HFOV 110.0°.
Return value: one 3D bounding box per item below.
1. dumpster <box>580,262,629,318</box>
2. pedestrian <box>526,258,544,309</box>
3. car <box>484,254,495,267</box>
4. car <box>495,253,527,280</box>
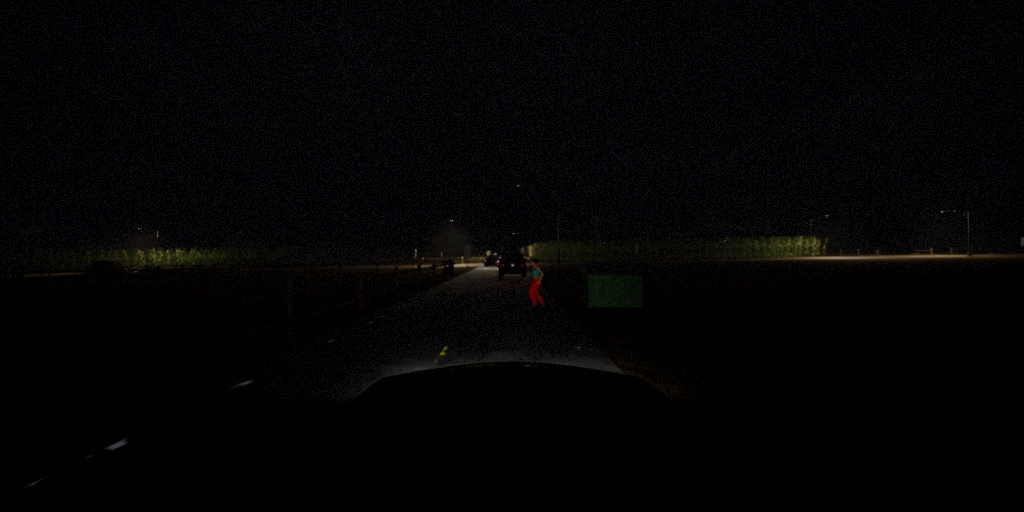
[{"bbox_3d":[3.121,1.060,12.386,1.020,1.700,1.940,0,0,0],"label":"dumpster"},{"bbox_3d":[0.822,0.956,12.842,0.375,1.860,0.375,0,1,-15],"label":"pedestrian"},{"bbox_3d":[-2.689,0.667,50.207,2.097,1.767,4.553,0,1,1],"label":"car"},{"bbox_3d":[0.053,0.739,28.608,2.150,2.045,5.566,0,1,0],"label":"car"}]
